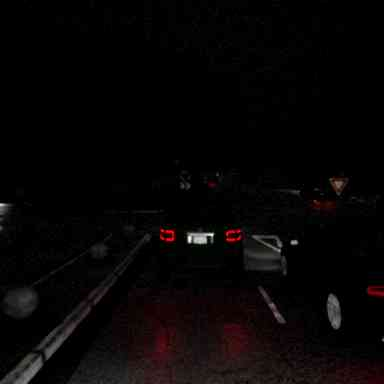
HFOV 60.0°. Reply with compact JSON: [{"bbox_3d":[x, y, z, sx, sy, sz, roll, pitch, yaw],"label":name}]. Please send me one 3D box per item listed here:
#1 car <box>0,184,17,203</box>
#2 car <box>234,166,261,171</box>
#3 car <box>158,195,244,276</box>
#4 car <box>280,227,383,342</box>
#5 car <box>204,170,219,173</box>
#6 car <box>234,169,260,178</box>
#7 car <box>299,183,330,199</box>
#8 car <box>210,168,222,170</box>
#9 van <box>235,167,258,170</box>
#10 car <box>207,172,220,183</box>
[{"bbox_3d":[-17.567,0.096,30.335,1.837,1.490,4.892,-2,5,-10],"label":"car"},{"bbox_3d":[14.341,-4.965,86.202,5.566,2.045,2.435,1,6,10],"label":"car"},{"bbox_3d":[0.288,1.108,10.266,2.150,2.045,5.566,0,2,2],"label":"car"},{"bbox_3d":[3.190,1.448,6.678,1.882,1.535,5.008,0,1,1],"label":"car"},{"bbox_3d":[4.405,-3.495,73.620,1.882,1.535,5.008,1,5,9],"label":"car"},{"bbox_3d":[12.940,-3.940,78.125,4.892,1.521,2.231,1,5,10],"label":"car"},{"bbox_3d":[12.355,-0.169,33.762,2.128,1.511,4.902,0,4,2],"label":"car"},{"bbox_3d":[5.950,-4.433,83.520,1.882,1.535,5.008,1,6,10],"label":"car"},{"bbox_3d":[13.747,-4.683,83.532,4.442,1.987,1.878,1,6,10],"label":"van"},{"bbox_3d":[3.910,-2.525,63.438,1.837,1.490,4.892,0,5,2],"label":"car"}]
